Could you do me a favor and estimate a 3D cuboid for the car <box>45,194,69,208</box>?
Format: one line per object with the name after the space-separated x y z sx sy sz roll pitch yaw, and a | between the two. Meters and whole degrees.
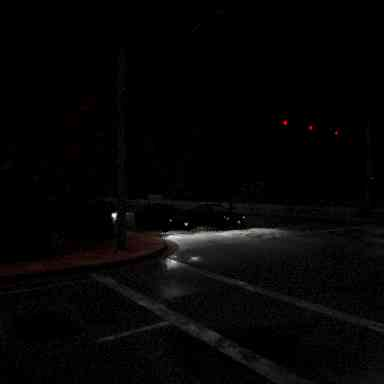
-21.046 1.334 51.727 2.150 2.045 5.566 0 0 -37 | car

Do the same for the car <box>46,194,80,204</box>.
-14.105 1.226 36.526 2.150 2.045 5.566 0 0 -37 | car

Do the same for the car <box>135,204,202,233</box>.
-1.765 1.510 20.116 1.837 1.490 4.892 0 0 -37 | car

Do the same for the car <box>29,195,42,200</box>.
-23.878 1.078 49.670 2.097 1.767 4.553 0 0 -37 | car

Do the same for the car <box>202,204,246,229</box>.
1.409 1.533 21.748 1.812 1.442 4.674 0 0 -37 | car

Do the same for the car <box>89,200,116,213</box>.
-9.967 1.571 36.848 1.994 1.385 4.181 0 0 -37 | car
